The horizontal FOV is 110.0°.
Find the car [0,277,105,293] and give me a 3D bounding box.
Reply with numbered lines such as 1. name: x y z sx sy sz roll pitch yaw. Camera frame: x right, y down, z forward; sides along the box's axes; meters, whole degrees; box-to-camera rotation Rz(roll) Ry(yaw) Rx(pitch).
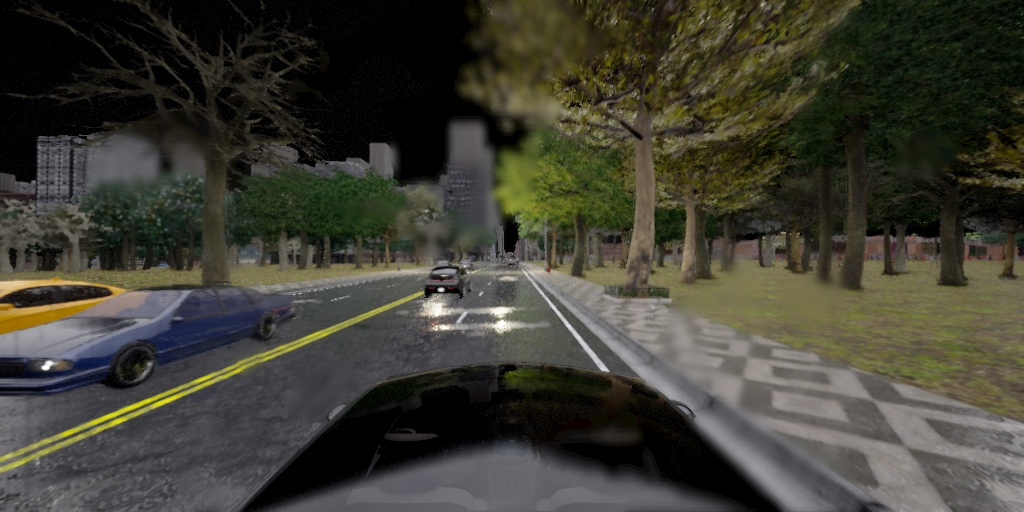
1. car: -9.853 1.226 6.944 1.882 1.535 5.008 0 0 0

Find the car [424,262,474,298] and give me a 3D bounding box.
1. car: -3.156 1.264 18.367 1.837 1.490 4.892 0 0 0

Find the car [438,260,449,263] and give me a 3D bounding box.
1. car: -9.829 1.345 51.129 1.837 1.490 4.892 0 0 0

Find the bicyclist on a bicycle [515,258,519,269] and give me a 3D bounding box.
1. bicyclist on a bicycle: 0.873 1.238 56.444 0.659 1.776 1.843 0 0 0

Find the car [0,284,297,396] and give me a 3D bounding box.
1. car: -6.604 1.296 7.101 2.033 1.411 5.357 0 0 0

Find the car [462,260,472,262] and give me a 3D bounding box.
1. car: -6.581 1.334 51.353 2.128 1.511 4.902 0 0 0
